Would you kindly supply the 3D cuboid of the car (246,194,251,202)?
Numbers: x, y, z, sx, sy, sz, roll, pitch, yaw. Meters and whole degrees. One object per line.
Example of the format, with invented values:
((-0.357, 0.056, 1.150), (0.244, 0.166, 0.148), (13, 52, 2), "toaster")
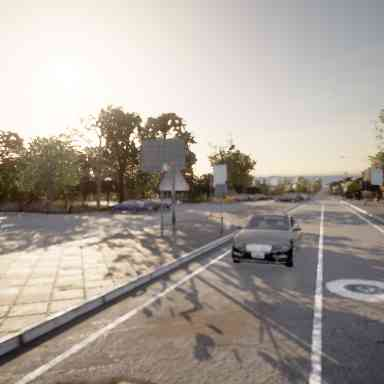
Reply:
((12.135, 1.613, 85.900), (4.553, 1.767, 2.185), (0, -1, 22), "car")

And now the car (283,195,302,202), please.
((25.342, 1.568, 83.724), (4.553, 1.767, 2.185), (0, -1, 22), "car")

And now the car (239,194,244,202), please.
((9.021, 1.673, 78.145), (5.008, 1.535, 2.097), (0, 0, 22), "car")

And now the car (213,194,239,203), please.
((6.976, 1.646, 72.966), (5.008, 1.535, 2.097), (0, 0, 22), "car")

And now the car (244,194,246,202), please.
((10.052, 1.732, 80.734), (4.674, 1.452, 2.002), (0, -1, 22), "car")

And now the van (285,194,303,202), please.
((26.451, 1.497, 86.301), (4.442, 1.987, 1.878), (0, -1, 22), "van")

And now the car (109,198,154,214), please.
((-7.120, 1.638, 37.480), (4.674, 1.452, 2.002), (0, 0, 22), "car")

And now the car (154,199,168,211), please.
((-5.908, 1.602, 40.524), (4.892, 1.521, 2.231), (0, 0, 22), "car")

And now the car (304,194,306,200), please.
((24.254, 1.416, 81.143), (5.566, 2.045, 2.435), (0, -1, 22), "car")

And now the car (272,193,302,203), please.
((20.153, 1.587, 70.708), (4.892, 1.521, 2.231), (0, 0, 22), "car")

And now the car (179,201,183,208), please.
((-3.541, 1.649, 46.493), (4.674, 1.452, 2.002), (0, 0, 22), "car")

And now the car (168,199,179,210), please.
((-4.711, 1.605, 43.570), (5.008, 1.535, 2.097), (0, 0, 22), "car")

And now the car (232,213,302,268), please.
((2.770, 1.518, 11.649), (2.128, 1.511, 4.902), (0, 0, 22), "car")

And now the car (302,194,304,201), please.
((21.154, 1.350, 73.326), (5.566, 2.045, 2.435), (0, -1, 22), "car")

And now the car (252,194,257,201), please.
((15.181, 1.865, 93.675), (4.674, 1.452, 2.002), (0, -1, 22), "car")
